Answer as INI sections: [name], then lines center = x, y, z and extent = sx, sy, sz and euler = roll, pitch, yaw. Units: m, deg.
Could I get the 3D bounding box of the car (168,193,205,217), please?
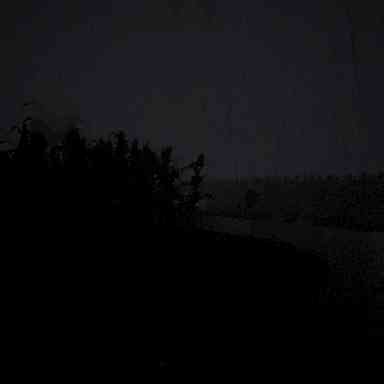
[car]
center = -1.115, 1.066, 29.852
extent = 2.150, 2.045, 5.566
euler = -1, 1, -36
